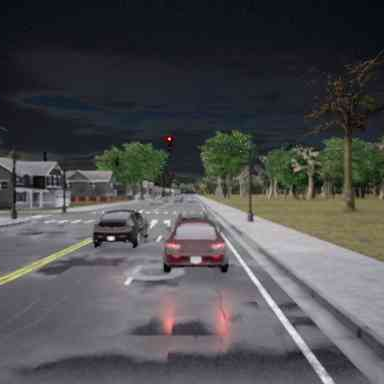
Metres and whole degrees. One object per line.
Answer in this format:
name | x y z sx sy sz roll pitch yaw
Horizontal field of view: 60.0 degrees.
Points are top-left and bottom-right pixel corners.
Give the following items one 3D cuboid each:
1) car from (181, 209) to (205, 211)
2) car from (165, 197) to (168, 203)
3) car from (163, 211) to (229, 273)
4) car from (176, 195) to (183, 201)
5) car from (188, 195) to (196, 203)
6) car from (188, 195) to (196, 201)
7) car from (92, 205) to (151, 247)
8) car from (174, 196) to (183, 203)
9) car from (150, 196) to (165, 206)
car | 0.059 1.673 19.916 1.895 1.301 4.718 0 0 1
car | -6.443 1.760 75.477 2.128 1.511 4.902 0 0 0
car | 0.110 1.565 10.749 1.812 1.442 4.674 0 0 0
car | -3.184 1.641 86.530 1.812 1.442 4.674 0 0 0
car | 0.058 1.828 76.552 1.895 1.301 4.718 0 0 0
car | 0.066 1.643 86.527 2.128 1.511 4.902 0 0 0
car | -3.138 1.560 15.323 1.837 1.490 4.892 0 0 0
car | -3.192 1.771 76.108 2.033 1.411 5.357 0 0 0
car | -6.490 1.795 60.131 1.895 1.301 4.718 0 0 1
